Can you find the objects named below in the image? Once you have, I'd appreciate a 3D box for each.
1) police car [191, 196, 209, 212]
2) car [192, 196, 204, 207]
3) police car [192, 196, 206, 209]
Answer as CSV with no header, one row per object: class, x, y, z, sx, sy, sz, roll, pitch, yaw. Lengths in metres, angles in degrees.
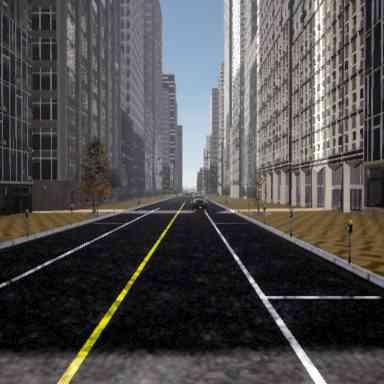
police car,0.900,1.434,38.167,1.930,1.638,5.238,0,0,0
car,0.900,1.508,54.057,1.882,1.535,5.008,0,0,0
police car,0.900,1.444,48.167,1.930,1.638,5.238,0,0,0
